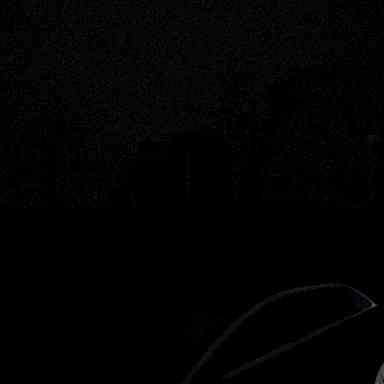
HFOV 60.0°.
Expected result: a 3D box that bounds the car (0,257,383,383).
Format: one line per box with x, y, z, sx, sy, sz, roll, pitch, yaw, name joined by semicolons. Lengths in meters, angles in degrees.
0.242;1.490;3.124;4.902;1.511;2.128;0;0;-36;car
